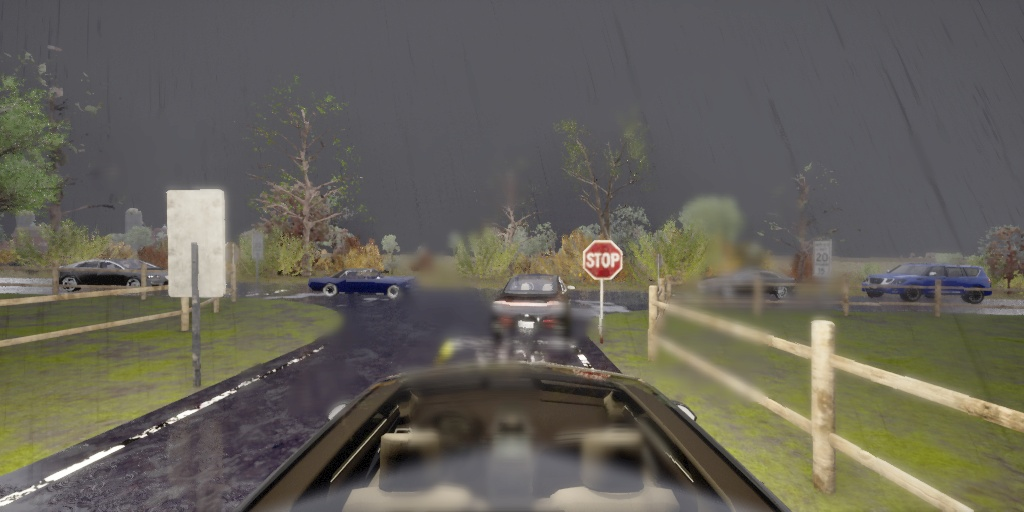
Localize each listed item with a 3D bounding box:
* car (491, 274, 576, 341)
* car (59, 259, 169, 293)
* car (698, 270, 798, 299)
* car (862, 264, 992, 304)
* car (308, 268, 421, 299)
[{"bbox_3d":[0.709,1.240,9.956,2.128,1.511,4.902,0,0,9],"label":"car"},{"bbox_3d":[-18.486,0.885,17.008,4.902,1.511,2.128,1,1,0],"label":"car"},{"bbox_3d":[13.008,1.525,19.912,4.902,1.511,2.128,1,1,0],"label":"car"},{"bbox_3d":[22.904,1.466,19.899,5.566,2.045,2.150,1,1,0],"label":"car"},{"bbox_3d":[-6.818,1.248,16.989,4.718,1.301,1.895,1,1,0],"label":"car"}]
